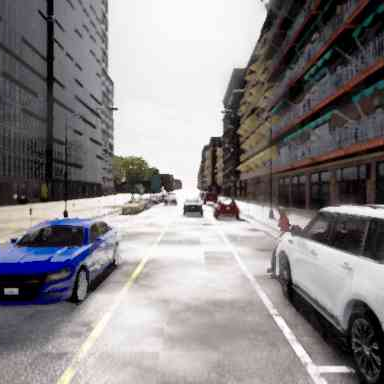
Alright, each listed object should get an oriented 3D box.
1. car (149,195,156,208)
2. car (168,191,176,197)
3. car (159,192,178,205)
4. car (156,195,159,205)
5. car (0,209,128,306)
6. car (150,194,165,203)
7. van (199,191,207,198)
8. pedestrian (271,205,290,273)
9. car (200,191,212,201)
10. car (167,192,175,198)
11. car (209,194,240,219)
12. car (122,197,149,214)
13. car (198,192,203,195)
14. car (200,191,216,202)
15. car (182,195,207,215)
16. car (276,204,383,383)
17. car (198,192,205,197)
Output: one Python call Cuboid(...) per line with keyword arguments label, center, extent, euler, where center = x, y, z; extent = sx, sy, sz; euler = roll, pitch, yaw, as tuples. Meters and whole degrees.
Cuboid(label="car", center=(-5.679, 1.256, 38.203), extent=(2.008, 1.369, 4.403), euler=(1, 0, 0))
Cuboid(label="car", center=(-5.640, 0.641, 94.660), extent=(1.967, 1.590, 4.097), euler=(1, 1, 0))
Cuboid(label="car", center=(-3.082, 1.114, 48.067), extent=(2.128, 1.511, 4.902), euler=(0, 0, 0))
Cuboid(label="car", center=(-5.678, 1.161, 49.494), extent=(2.008, 1.369, 4.403), euler=(1, 0, 0))
Cuboid(label="car", center=(-3.100, 1.416, 8.210), extent=(1.882, 1.535, 5.008), euler=(0, 0, 0))
Cuboid(label="car", center=(-5.678, 1.113, 55.141), extent=(2.008, 1.369, 4.403), euler=(1, 0, 0))
Cuboid(label="van", center=(2.708, 0.649, 83.397), extent=(1.690, 1.788, 3.998), euler=(1, 1, 0))
Cuboid(label="pedestrian", center=(2.328, 1.229, 8.525), extent=(0.375, 1.860, 0.375), euler=(1, 0, -3))
Cuboid(label="car", center=(2.707, 0.777, 66.459), extent=(2.192, 1.841, 5.009), euler=(1, 1, 0))
Cuboid(label="car", center=(-5.646, 0.695, 89.013), extent=(1.967, 1.590, 4.097), euler=(1, 1, 0))
Cuboid(label="car", center=(2.702, 1.234, 26.939), extent=(1.967, 1.590, 4.097), euler=(1, 0, 0))
Cuboid(label="car", center=(-5.679, 1.277, 32.386), extent=(1.752, 1.417, 4.829), euler=(1, 0, 0))
Cuboid(label="car", center=(0.044, 1.145, 44.452), extent=(2.128, 1.511, 4.902), euler=(0, 1, 0))
Cuboid(label="car", center=(2.706, 0.925, 49.521), extent=(2.192, 1.841, 5.009), euler=(1, 1, 0))
Cuboid(label="car", center=(0.082, 1.313, 30.665), extent=(2.033, 1.411, 5.357), euler=(0, 0, 0))
Cuboid(label="car", center=(3.000, 1.185, 5.297), extent=(2.150, 2.045, 5.566), euler=(0, 0, 0))
Cuboid(label="car", center=(2.707, 0.745, 94.693), extent=(1.887, 1.381, 4.507), euler=(1, 1, 0))
